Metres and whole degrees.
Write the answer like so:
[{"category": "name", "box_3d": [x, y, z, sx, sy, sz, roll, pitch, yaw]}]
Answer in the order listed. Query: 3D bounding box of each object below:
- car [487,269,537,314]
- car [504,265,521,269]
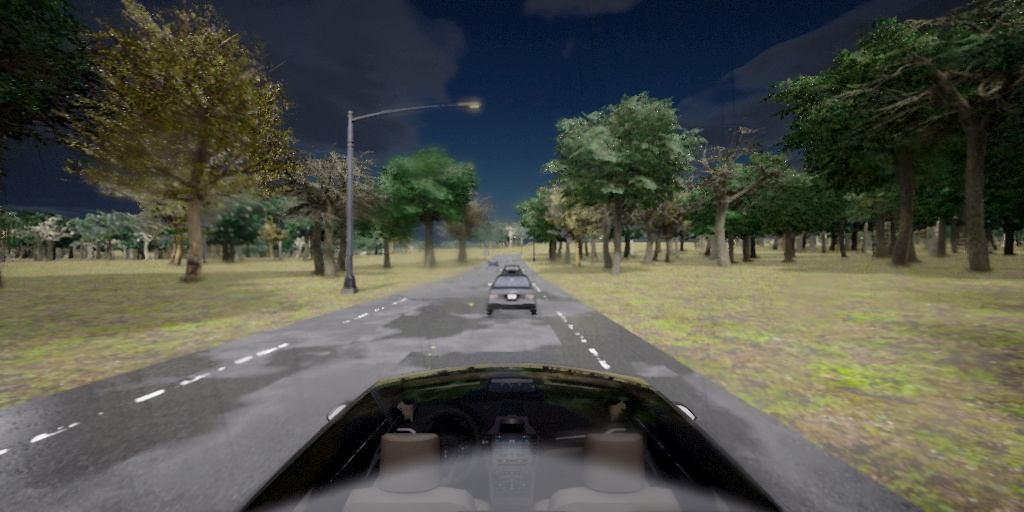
[{"category": "car", "box_3d": [0.010, 1.414, 14.367, 2.033, 1.411, 5.357, 0, 0, 0]}, {"category": "car", "box_3d": [0.022, 1.514, 30.347, 1.837, 1.490, 4.892, 0, 0, 1]}]
